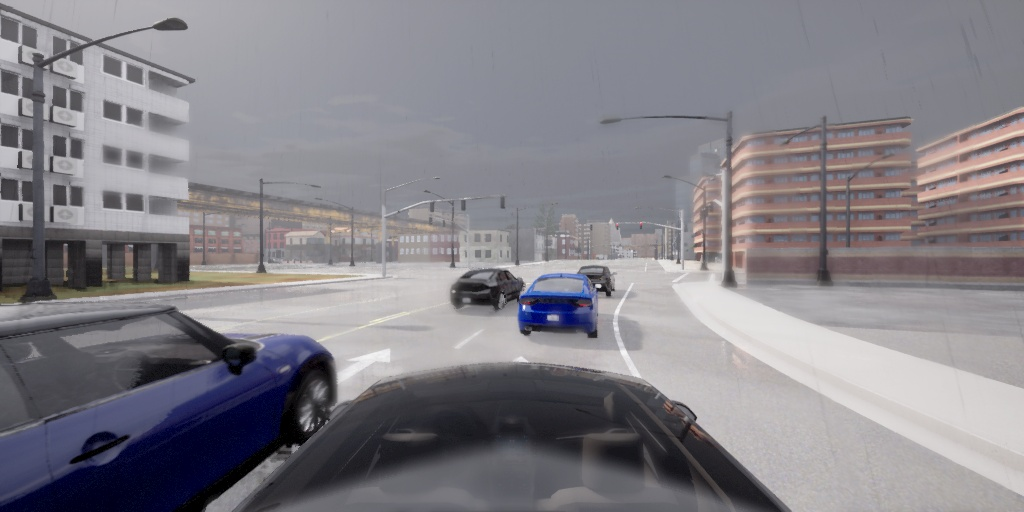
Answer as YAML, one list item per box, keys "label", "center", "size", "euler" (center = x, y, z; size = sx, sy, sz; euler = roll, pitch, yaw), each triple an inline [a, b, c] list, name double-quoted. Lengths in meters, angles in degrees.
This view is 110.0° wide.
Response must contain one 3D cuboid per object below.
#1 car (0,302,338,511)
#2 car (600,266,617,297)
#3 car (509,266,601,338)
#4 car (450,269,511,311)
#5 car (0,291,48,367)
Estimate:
- label: "car"
  center: [-3.189, 1.101, 2.496]
  size: [2.097, 1.767, 4.553]
  euler: [0, 0, 1]
- label: "car"
  center: [4.475, 1.255, 19.268]
  size: [1.837, 1.490, 4.892]
  euler: [0, 0, 20]
- label: "car"
  center: [1.516, 1.228, 10.356]
  size: [1.882, 1.535, 5.008]
  euler: [0, 0, 14]
- label: "car"
  center: [-0.818, 1.256, 14.643]
  size: [1.837, 1.490, 4.892]
  euler: [0, 0, 18]
- label: "car"
  center: [-10.339, 1.351, 4.824]
  size: [1.895, 1.301, 4.718]
  euler: [0, 0, 6]
